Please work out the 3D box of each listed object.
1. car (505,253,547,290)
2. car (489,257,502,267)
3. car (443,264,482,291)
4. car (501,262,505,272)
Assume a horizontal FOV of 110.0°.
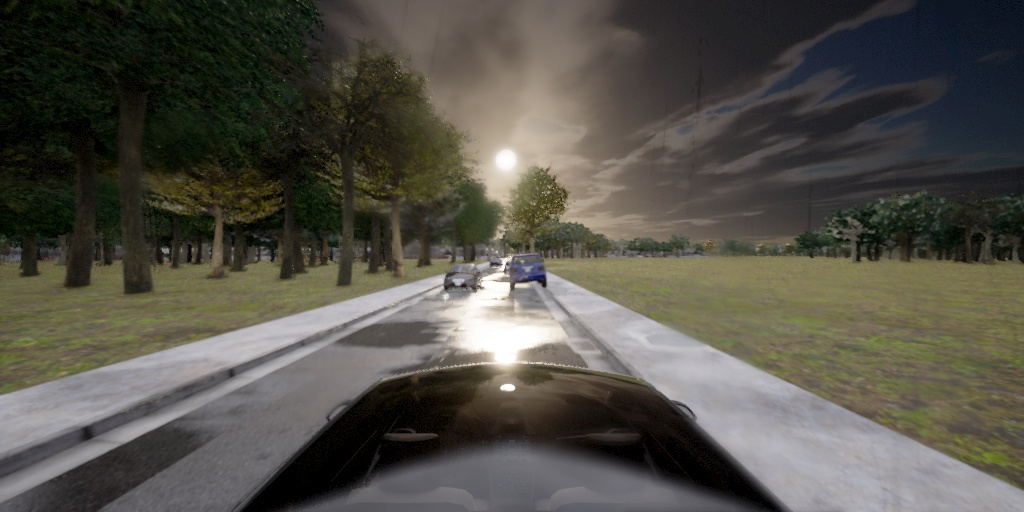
[{"bbox_3d":[0.873,0.878,22.330,2.150,2.045,5.566,-5,0,0],"label":"car"},{"bbox_3d":[-2.788,1.046,62.367,2.097,1.767,4.553,0,0,1],"label":"car"},{"bbox_3d":[-2.847,1.223,21.497,2.128,1.511,4.902,0,0,0],"label":"car"},{"bbox_3d":[0.032,1.312,43.387,1.895,1.301,4.718,0,0,1],"label":"car"}]
